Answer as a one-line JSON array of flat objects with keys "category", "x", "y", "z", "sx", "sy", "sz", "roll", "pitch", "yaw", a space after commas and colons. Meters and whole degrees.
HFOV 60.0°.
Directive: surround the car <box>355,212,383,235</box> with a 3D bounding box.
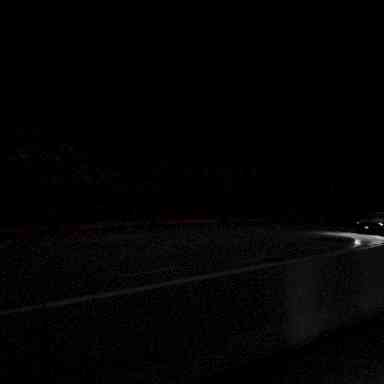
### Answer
[{"category": "car", "x": 12.478, "y": 1.999, "z": 21.484, "sx": 4.674, "sy": 1.442, "sz": 1.812, "roll": 4, "pitch": -2, "yaw": -35}]
